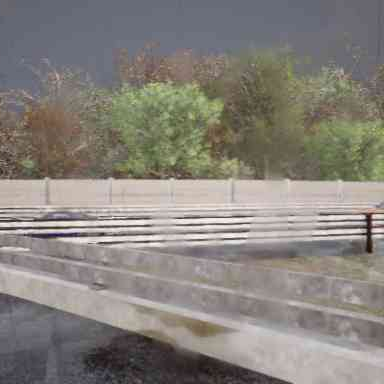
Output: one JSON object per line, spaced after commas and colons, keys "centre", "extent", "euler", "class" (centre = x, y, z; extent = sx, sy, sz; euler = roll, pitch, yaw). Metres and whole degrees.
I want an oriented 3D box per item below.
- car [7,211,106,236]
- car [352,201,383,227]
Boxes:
{"centre": [-5.937, 1.526, 14.579], "extent": [4.181, 1.385, 1.994], "euler": [-1, 0, -6], "class": "car"}
{"centre": [11.187, 1.209, 18.206], "extent": [4.553, 1.767, 2.097], "euler": [1, 0, -13], "class": "car"}
